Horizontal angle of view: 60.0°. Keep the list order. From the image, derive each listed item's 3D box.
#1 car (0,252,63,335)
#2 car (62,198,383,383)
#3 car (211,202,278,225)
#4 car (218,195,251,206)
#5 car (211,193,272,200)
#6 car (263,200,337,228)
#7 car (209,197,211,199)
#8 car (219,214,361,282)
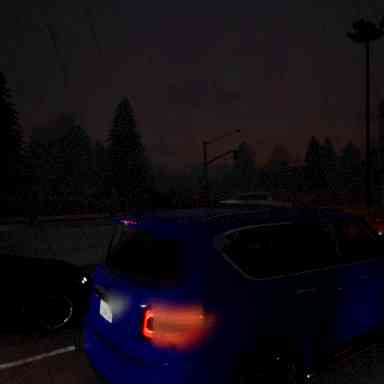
[{"bbox_3d":[-3.750,1.564,5.362,4.181,1.385,1.994,0,0,-36],"label":"car"},{"bbox_3d":[1.375,1.204,4.712,5.566,2.045,2.150,-1,0,-35],"label":"car"},{"bbox_3d":[3.818,1.485,23.830,4.718,1.301,1.895,-1,0,-35],"label":"car"},{"bbox_3d":[6.396,1.241,50.612,2.128,1.511,4.902,-1,0,-35],"label":"car"},{"bbox_3d":[4.692,1.080,28.706,5.566,2.045,2.150,0,0,-35],"label":"car"},{"bbox_3d":[7.157,1.364,21.901,4.902,1.511,2.128,0,0,-35],"label":"car"},{"bbox_3d":[3.150,1.377,49.132,1.895,1.301,4.718,-1,0,-36],"label":"car"},{"bbox_3d":[3.092,1.512,10.228,4.181,1.385,1.994,-1,0,-34],"label":"car"}]
